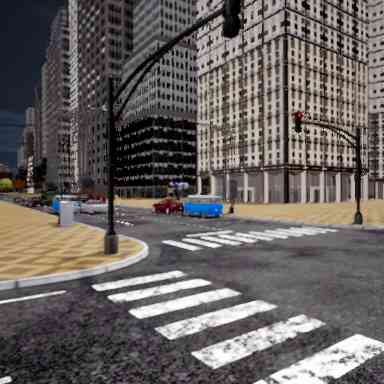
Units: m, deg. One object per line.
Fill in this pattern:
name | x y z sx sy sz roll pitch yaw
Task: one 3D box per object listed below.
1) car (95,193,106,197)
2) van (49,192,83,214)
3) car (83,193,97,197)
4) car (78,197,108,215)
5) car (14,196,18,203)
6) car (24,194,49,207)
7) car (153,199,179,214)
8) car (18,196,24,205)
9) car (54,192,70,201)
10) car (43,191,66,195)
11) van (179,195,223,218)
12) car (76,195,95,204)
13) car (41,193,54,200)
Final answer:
car | -14.714 1.037 50.897 2.192 1.841 5.009 0 0 -34
van | -12.348 1.215 32.437 1.690 1.788 3.998 0 0 -34
car | -15.916 1.245 47.944 2.128 1.511 4.902 -1 1 -33
car | -9.212 1.460 32.422 1.895 1.301 4.718 -1 1 -34
car | -30.963 1.299 59.972 1.802 1.307 4.206 0 0 -34
car | -21.656 1.362 46.205 1.947 1.339 4.313 0 0 -34
car | -2.285 1.370 32.559 1.887 1.381 4.507 0 0 -34
car | -24.758 1.320 50.793 2.008 1.369 4.403 0 0 -34
car | -27.125 0.931 69.253 2.192 1.841 5.009 0 0 -34
car | -21.393 0.962 50.605 2.150 2.045 5.566 -1 0 -34
van | 0.891 1.191 28.021 1.690 1.788 3.998 0 0 -34
car | -17.816 1.240 55.487 1.887 1.381 4.507 0 0 -34
car | -34.694 1.034 79.853 1.882 1.535 5.008 -1 1 -34
